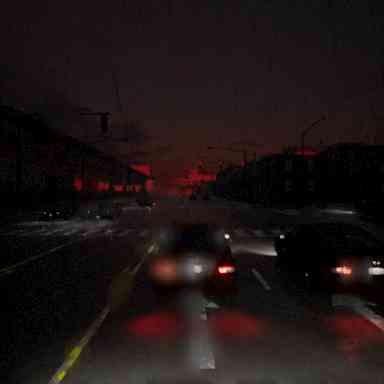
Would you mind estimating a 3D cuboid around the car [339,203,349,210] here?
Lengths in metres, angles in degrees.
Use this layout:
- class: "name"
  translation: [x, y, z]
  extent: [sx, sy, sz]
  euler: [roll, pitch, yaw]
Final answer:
- class: "car"
  translation: [20.614, 1.529, 39.847]
  extent: [5.357, 1.411, 2.033]
  euler: [0, 0, 0]

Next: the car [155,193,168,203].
- class: "car"
  translation: [-6.865, 1.191, 69.025]
  extent: [2.150, 2.045, 5.566]
  euler: [0, 0, 0]

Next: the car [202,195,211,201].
- class: "car"
  translation: [3.666, 1.514, 84.154]
  extent: [1.994, 1.385, 4.181]
  euler: [0, 0, 0]

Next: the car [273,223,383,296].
- class: "car"
  translation: [3.578, 1.543, 8.814]
  extent: [2.033, 1.411, 5.357]
  euler: [0, 0, 2]

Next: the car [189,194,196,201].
- class: "car"
  translation: [0.164, 1.502, 83.204]
  extent: [2.033, 1.411, 5.357]
  euler: [0, 0, 0]

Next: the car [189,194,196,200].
- class: "car"
  translation: [0.184, 1.457, 93.713]
  extent: [1.837, 1.490, 4.892]
  euler: [0, 0, 0]

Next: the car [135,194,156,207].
- class: "car"
  translation: [-6.860, 1.455, 49.495]
  extent: [1.882, 1.535, 5.008]
  euler: [0, 0, -1]

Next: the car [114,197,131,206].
- class: "car"
  translation: [-10.497, 1.455, 49.949]
  extent: [1.882, 1.535, 5.008]
  euler: [0, 0, 0]

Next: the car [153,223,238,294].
- class: "car"
  translation: [0.086, 1.543, 8.920]
  extent: [2.033, 1.411, 5.357]
  euler: [0, 0, 0]

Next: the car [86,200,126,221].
- class: "car"
  translation: [-7.047, 1.588, 27.160]
  extent: [1.895, 1.301, 4.718]
  euler: [0, 0, 0]

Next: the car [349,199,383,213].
- class: "car"
  translation: [20.032, 1.547, 36.343]
  extent: [4.181, 1.385, 1.994]
  euler: [0, 0, 0]

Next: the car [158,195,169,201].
- class: "car"
  translation: [-6.843, 1.503, 80.059]
  extent: [2.033, 1.411, 5.357]
  euler: [0, 0, 0]

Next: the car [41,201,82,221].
- class: "car"
  translation: [-10.548, 1.492, 27.251]
  extent: [1.837, 1.490, 4.892]
  euler: [0, 0, 0]

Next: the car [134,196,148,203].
- class: "car"
  translation: [-10.367, 1.517, 68.340]
  extent: [2.033, 1.411, 5.357]
  euler: [0, 0, 0]

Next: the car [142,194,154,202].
- class: "car"
  translation: [-10.345, 1.319, 78.619]
  extent: [2.097, 1.767, 4.553]
  euler: [0, 0, 0]

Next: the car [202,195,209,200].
- class: "car"
  translation: [3.685, 1.482, 93.968]
  extent: [1.812, 1.442, 4.674]
  euler: [0, 0, 0]
